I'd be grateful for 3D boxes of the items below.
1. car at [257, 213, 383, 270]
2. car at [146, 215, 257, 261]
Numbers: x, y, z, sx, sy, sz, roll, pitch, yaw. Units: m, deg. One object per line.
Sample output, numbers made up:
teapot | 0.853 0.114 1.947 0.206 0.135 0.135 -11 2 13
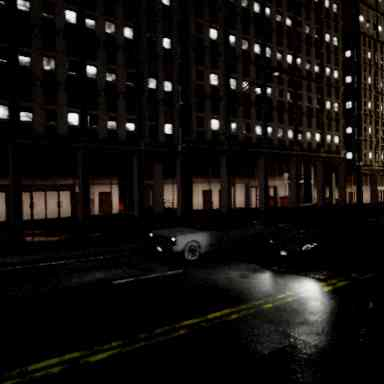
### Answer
car | 4.520 1.460 10.904 4.674 1.442 1.812 0 0 -35
car | 0.746 1.550 12.206 4.718 1.301 1.895 0 0 -36
